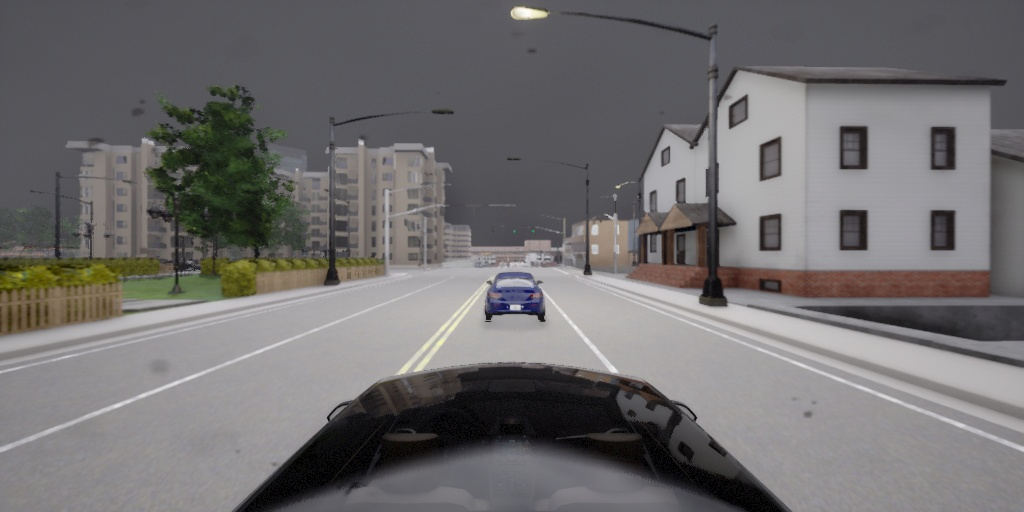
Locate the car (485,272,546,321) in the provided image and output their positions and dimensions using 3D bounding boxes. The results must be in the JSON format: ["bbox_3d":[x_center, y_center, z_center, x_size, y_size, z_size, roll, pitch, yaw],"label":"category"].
[{"bbox_3d":[0.089,1.254,12.213,1.812,1.442,4.674,0,0,0],"label":"car"}]

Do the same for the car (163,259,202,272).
[{"bbox_3d":[-40.335,1.175,44.379,4.892,1.490,1.837,0,0,1],"label":"car"}]
